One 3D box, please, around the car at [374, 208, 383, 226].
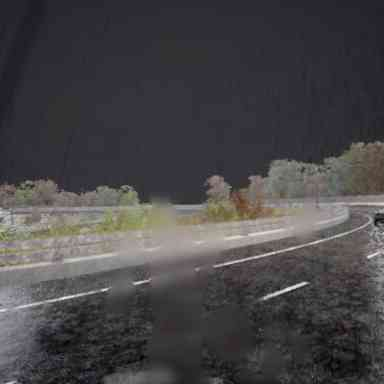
[{"bbox_3d":[16.996,2.089,28.803,1.882,1.535,5.008,-2,-2,33],"label":"car"}]
